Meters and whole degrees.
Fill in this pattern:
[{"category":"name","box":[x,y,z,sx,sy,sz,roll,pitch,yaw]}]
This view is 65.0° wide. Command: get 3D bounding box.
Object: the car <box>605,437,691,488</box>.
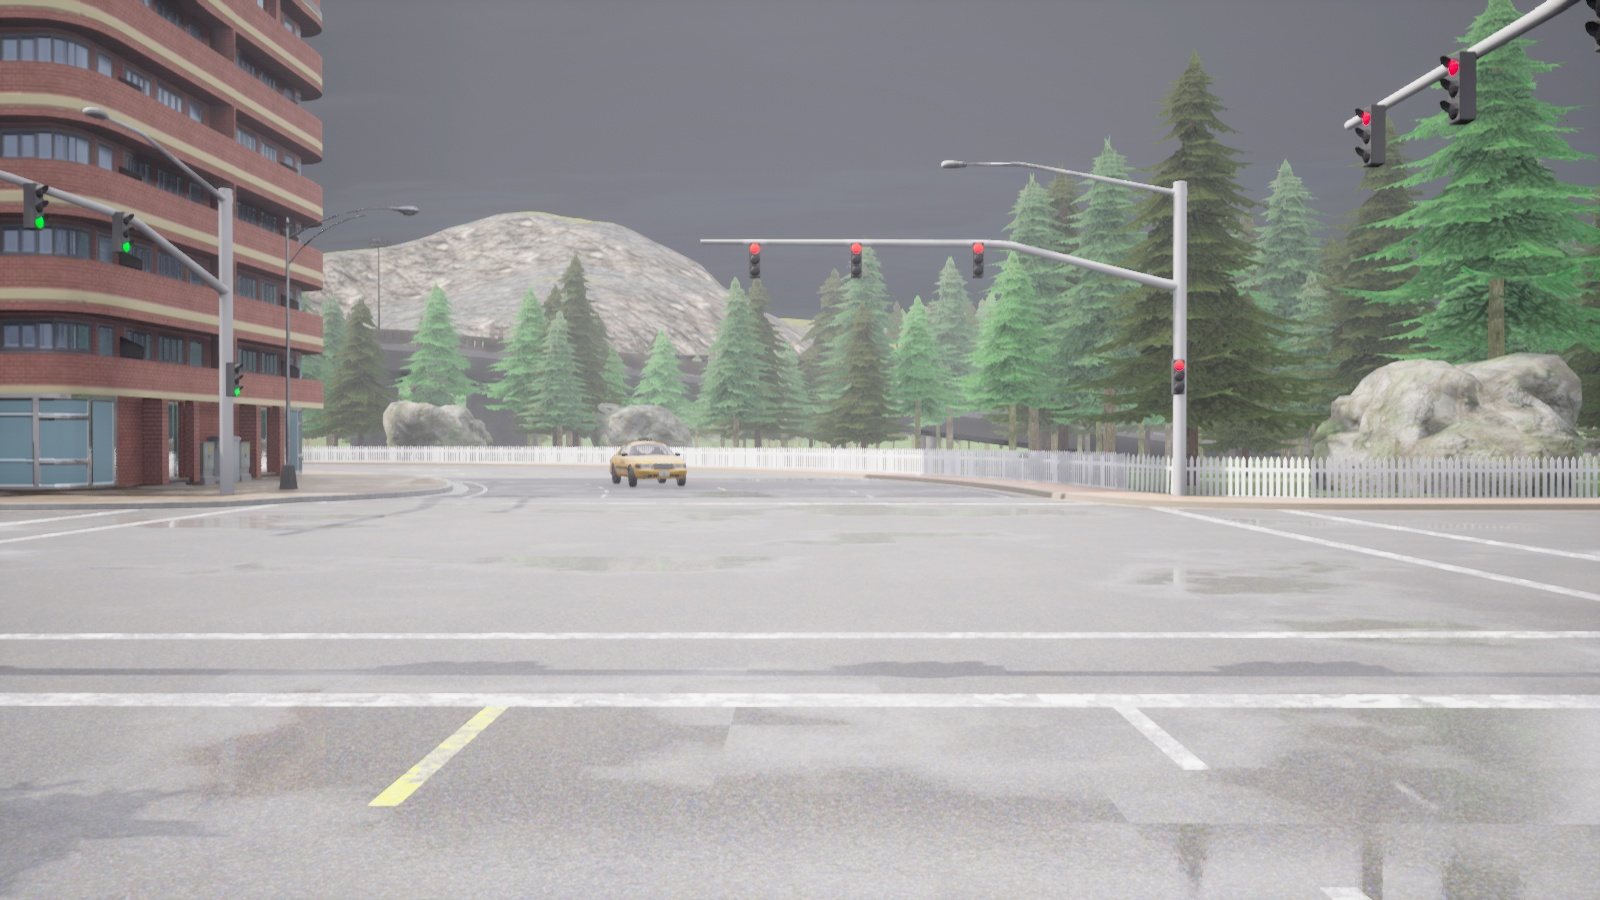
[{"category":"car","box":[-5.093,0.363,41.519,1.801,1.575,5.366,0,0,-18]}]
